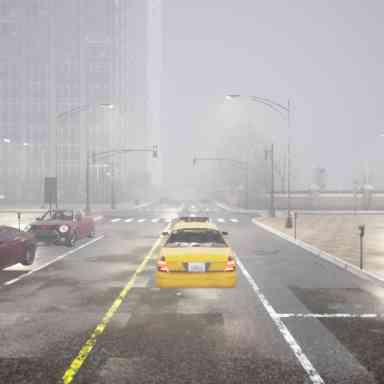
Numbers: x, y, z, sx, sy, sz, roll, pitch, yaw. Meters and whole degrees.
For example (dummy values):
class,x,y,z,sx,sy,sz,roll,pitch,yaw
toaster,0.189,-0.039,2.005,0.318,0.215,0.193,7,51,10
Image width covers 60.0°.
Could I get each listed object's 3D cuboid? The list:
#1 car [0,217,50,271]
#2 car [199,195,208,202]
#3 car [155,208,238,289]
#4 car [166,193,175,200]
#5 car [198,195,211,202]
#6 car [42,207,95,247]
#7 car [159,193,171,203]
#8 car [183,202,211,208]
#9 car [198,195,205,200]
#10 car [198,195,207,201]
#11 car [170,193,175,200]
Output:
class,x,y,z,sx,sy,sz,roll,pitch,yaw
car,-5.701,1.579,8.924,1.802,1.307,4.206,0,0,0
car,2.602,1.454,74.766,1.887,1.381,4.507,0,0,0
car,0.088,1.454,9.127,1.801,1.575,5.366,0,0,0
car,-5.942,1.181,91.382,2.192,1.841,5.009,0,0,0
car,2.676,1.492,63.651,1.947,1.339,4.313,0,0,0
car,-5.708,1.433,14.617,1.967,1.590,4.097,0,0,0
car,-5.917,1.485,69.140,1.947,1.339,4.313,0,0,0
car,0.093,1.535,19.390,2.033,1.411,5.357,0,0,0
car,2.583,1.411,91.448,1.887,1.381,4.507,0,0,0
car,2.596,1.448,80.326,2.008,1.369,4.403,0,0,0
car,-5.936,1.324,85.823,1.967,1.590,4.097,0,0,0
